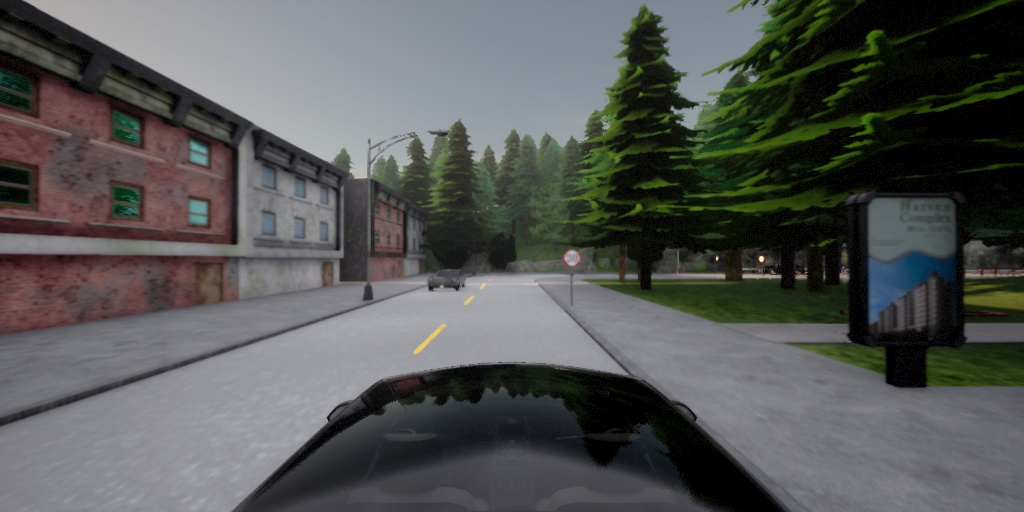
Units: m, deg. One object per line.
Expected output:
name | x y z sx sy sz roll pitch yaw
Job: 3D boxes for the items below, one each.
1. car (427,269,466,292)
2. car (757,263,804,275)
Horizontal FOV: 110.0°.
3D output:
car | -4.148 1.521 23.342 1.895 1.301 4.718 0 0 -1
car | 33.061 1.565 44.234 5.008 1.535 1.882 0 0 0
